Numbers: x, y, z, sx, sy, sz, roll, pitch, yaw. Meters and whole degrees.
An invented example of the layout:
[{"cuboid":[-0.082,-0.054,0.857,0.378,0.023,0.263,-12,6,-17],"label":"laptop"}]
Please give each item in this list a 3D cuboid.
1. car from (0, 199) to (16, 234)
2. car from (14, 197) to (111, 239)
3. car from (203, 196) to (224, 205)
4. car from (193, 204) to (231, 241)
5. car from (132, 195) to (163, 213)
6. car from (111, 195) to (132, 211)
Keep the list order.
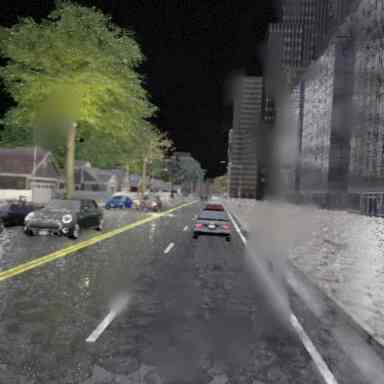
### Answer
[{"cuboid":[-8.898,1.058,15.813,2.033,1.411,5.357,3,0,4],"label":"car"},{"cuboid":[-5.670,1.039,15.297,2.097,1.767,4.553,3,0,4],"label":"car"},{"cuboid":[2.373,1.602,35.716,1.882,1.535,5.008,3,0,4],"label":"car"},{"cuboid":[1.068,1.602,17.347,2.033,1.411,5.357,3,0,4],"label":"car"},{"cuboid":[-4.288,1.112,34.114,2.097,1.767,4.553,3,0,5],"label":"car"},{"cuboid":[-7.502,1.062,34.709,1.882,1.535,5.008,3,0,5],"label":"car"}]
